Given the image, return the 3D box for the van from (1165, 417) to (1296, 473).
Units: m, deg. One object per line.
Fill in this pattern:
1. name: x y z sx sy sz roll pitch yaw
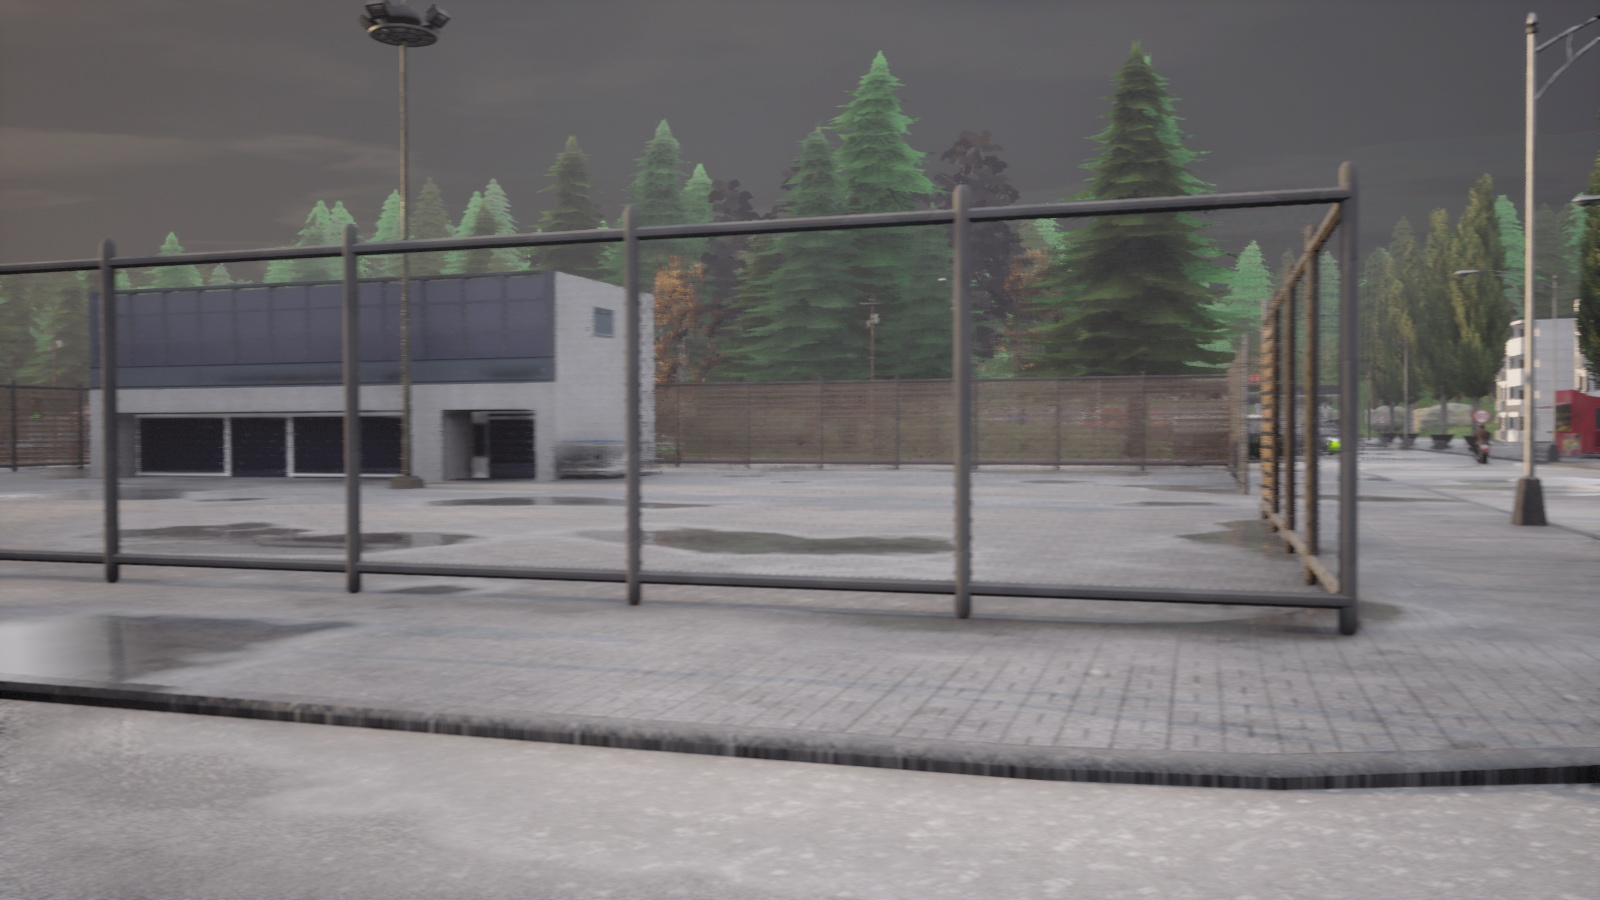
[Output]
1. van: 15.795 -0.194 46.131 4.442 1.987 1.775 1 1 21

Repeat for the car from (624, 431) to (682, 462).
1. car: -6.734 -0.165 57.547 2.207 1.376 1.481 1 1 17

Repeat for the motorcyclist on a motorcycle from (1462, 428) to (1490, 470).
1. motorcyclist on a motorcycle: 27.636 -0.052 51.362 0.766 1.649 2.350 0 1 22

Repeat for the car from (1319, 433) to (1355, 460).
1. car: 27.771 -0.190 64.976 1.481 1.376 2.207 1 1 18

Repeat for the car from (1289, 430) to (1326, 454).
1. car: 33.237 -0.532 82.338 1.837 1.490 4.892 1 1 18

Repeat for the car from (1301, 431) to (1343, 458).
1. car: 30.207 -0.370 72.752 1.837 1.490 4.892 1 1 18
